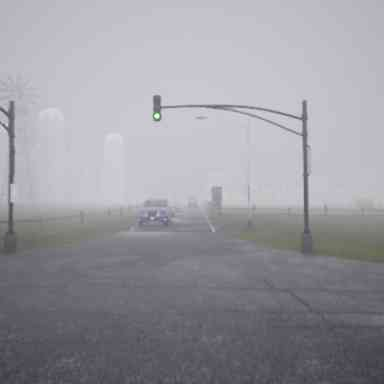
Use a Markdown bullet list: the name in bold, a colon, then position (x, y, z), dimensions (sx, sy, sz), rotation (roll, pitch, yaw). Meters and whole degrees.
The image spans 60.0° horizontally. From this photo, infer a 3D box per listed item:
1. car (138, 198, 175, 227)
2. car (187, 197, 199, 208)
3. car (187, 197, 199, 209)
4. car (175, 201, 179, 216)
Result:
- **car**: position (-2.784, 1.530, 26.181), dimensions (2.150, 2.045, 5.566), rotation (0, -1, 1)
- **car**: position (0.200, 1.973, 66.518), dimensions (2.150, 2.045, 5.566), rotation (0, -1, 0)
- **car**: position (0.164, 2.118, 56.063), dimensions (1.837, 1.490, 4.892), rotation (0, -1, 0)
- **car**: position (-2.741, 1.940, 36.144), dimensions (1.812, 1.442, 4.674), rotation (0, -1, 0)
